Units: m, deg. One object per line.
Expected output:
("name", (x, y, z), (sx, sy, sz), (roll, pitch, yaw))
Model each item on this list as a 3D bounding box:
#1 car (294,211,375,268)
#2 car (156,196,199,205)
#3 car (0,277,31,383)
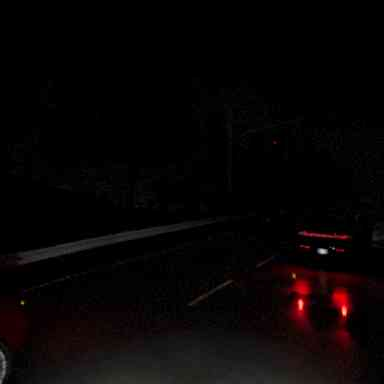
("car", (4.828, 1.377, 11.040), (2.128, 1.511, 4.902), (1, 1, 32))
("car", (-1.639, 1.057, 37.149), (4.718, 1.301, 1.895), (1, 1, 31))
("car", (-3.220, 1.458, 2.263), (1.812, 1.442, 4.674), (0, 1, 14))
